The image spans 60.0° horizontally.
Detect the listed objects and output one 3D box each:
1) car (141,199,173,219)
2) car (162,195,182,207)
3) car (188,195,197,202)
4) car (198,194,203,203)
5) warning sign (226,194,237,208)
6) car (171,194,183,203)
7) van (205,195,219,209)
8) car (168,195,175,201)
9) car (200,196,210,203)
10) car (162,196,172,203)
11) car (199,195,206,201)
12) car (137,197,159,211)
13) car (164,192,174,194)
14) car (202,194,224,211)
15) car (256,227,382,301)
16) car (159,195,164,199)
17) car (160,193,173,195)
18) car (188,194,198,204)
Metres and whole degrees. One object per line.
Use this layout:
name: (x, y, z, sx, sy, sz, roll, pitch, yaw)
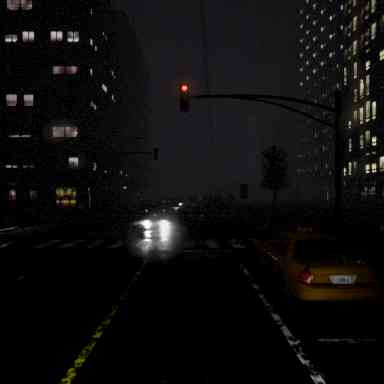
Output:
car: (-3.049, 1.619, 29.722, 1.895, 1.301, 4.718, 0, 0, 0)
car: (-3.004, 1.577, 51.883, 2.033, 1.411, 5.357, 0, 0, 0)
car: (0.143, 1.603, 79.736, 2.128, 1.511, 4.902, 0, 0, 0)
car: (2.797, 1.362, 62.591, 2.192, 1.841, 5.009, 0, 0, 0)
warning sign: (5.151, 1.135, 43.738, 1.300, 1.860, 1.060, 0, 0, 0)
car: (-2.890, 1.615, 67.785, 1.994, 1.385, 4.181, 0, 0, 0)
van: (2.768, 1.364, 46.012, 1.690, 1.788, 3.998, 0, 0, 0)
car: (-5.532, 1.624, 90.070, 1.752, 1.417, 4.829, 0, 0, 0)
car: (2.818, 1.611, 73.645, 1.887, 1.381, 4.507, 0, 0, 0)
car: (-5.562, 1.648, 73.661, 1.802, 1.307, 4.206, 0, 0, 0)
car: (2.849, 1.625, 90.395, 1.752, 1.417, 4.829, 0, 0, 0)
car: (-5.621, 1.568, 40.501, 2.008, 1.369, 4.403, 0, 0, 0)
car: (-5.553, 1.517, 79.187, 1.967, 1.590, 4.097, 0, 0, 0)
car: (2.758, 1.332, 40.486, 2.192, 1.841, 5.009, 0, 0, 0)
car: (2.701, 1.526, 8.243, 1.752, 1.417, 4.829, 0, 0, 0)
car: (-5.591, 1.588, 57.080, 2.008, 1.369, 4.403, 0, 0, 0)
car: (-5.572, 1.497, 68.134, 1.967, 1.590, 4.097, 0, 0, 0)
car: (0.219, 1.555, 65.473, 1.837, 1.490, 4.892, 0, -1, 0)
